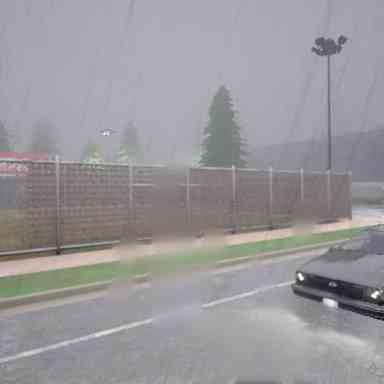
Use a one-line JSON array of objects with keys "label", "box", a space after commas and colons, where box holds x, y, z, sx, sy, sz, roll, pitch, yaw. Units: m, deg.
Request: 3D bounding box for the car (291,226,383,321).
[{"label": "car", "box": [4.510, 1.481, 7.252, 5.357, 1.411, 2.033, -1, 0, -36]}]
